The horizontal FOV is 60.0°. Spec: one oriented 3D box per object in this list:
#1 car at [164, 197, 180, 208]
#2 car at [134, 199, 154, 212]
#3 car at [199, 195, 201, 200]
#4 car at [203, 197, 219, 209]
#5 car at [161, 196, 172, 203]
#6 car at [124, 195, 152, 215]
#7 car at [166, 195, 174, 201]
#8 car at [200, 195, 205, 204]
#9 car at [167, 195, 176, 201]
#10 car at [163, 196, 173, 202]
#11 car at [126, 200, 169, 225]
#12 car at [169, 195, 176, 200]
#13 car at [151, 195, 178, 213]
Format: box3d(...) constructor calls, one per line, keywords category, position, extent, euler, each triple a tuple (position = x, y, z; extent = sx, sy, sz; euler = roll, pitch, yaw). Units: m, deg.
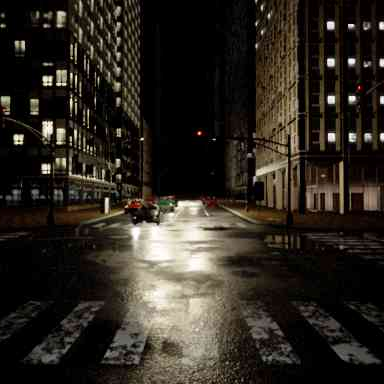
box3d(category="car", position=(-3.016, 1.566, 50.634), extent=(2.033, 1.411, 5.357), euler=(0, 0, 0))
box3d(category="car", position=(-5.618, 1.597, 39.411), extent=(1.802, 1.307, 4.206), euler=(1, 0, 0))
box3d(category="car", position=(2.797, 1.589, 61.768), extent=(1.947, 1.339, 4.313), euler=(1, 0, 0))
box3d(category="car", position=(2.771, 1.599, 45.035), extent=(1.802, 1.307, 4.206), euler=(1, 0, 0))
box3d(category="car", position=(-5.567, 1.572, 72.861), extent=(1.887, 1.381, 4.507), euler=(1, 0, 0))
box3d(category="car", position=(-5.623, 1.453, 33.835), extent=(1.967, 1.590, 4.097), euler=(1, 0, 0))
box3d(category="car", position=(-5.550, 1.577, 84.012), extent=(1.887, 1.381, 4.507), euler=(1, 0, 0))
box3d(category="car", position=(2.790, 1.547, 56.361), extent=(1.752, 1.417, 4.829), euler=(1, 0, 0))
box3d(category="car", position=(-5.541, 1.586, 89.587), extent=(2.008, 1.369, 4.403), euler=(1, 0, 0))
box3d(category="car", position=(-5.558, 1.581, 78.437), extent=(2.008, 1.369, 4.403), euler=(1, 0, 0))
box3d(category="car", position=(-3.062, 1.556, 24.153), extent=(2.033, 1.411, 5.357), euler=(0, 0, 0))
box3d(category="car", position=(-5.534, 1.604, 95.162), extent=(1.947, 1.339, 4.313), euler=(1, 0, 0))
box3d(category="car", position=(-3.040, 1.365, 37.473), extent=(2.097, 1.767, 4.553), euler=(0, 0, 0))
